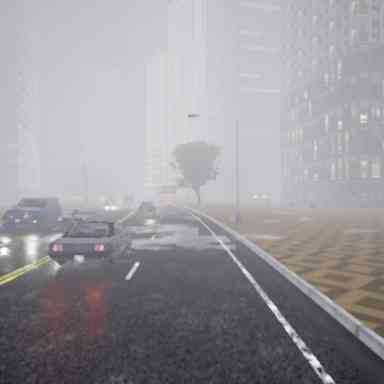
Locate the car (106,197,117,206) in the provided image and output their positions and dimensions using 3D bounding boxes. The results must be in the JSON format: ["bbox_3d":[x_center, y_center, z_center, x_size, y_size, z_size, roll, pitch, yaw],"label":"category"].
[{"bbox_3d":[-15.085,1.779,62.326,2.128,1.511,4.902,0,0,-9],"label":"car"}]

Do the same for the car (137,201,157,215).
[{"bbox_3d":[-4.968,1.689,36.739,1.812,1.442,4.674,0,0,-6],"label":"car"}]

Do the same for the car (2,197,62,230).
[{"bbox_3d":[-10.545,1.363,22.550,2.150,2.045,5.566,0,0,-3],"label":"car"}]

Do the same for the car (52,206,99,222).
[{"bbox_3d":[-7.251,1.725,21.919,1.895,1.301,4.718,0,0,-3],"label":"car"}]

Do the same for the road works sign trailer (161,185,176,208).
[{"bbox_3d":[-3.775,0.673,53.573,2.380,3.560,2.880,0,0,-9],"label":"road works sign trailer"}]

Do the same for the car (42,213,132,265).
[{"bbox_3d":[-3.370,1.670,11.992,1.895,1.301,4.718,0,0,-2],"label":"car"}]

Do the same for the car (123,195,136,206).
[{"bbox_3d":[-11.913,1.511,63.124,2.150,2.045,5.566,0,0,-10],"label":"car"}]
